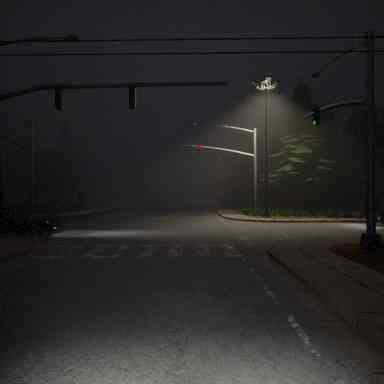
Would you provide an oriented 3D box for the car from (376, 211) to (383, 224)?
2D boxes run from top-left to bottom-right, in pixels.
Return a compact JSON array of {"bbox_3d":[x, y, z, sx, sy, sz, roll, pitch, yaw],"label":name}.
[{"bbox_3d":[14.897,1.513,22.164,4.892,1.490,1.837,0,0,1],"label":"car"}]

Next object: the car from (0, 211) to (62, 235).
[{"bbox_3d":[-9.992,1.730,18.919,4.718,1.301,1.895,0,0,1],"label":"car"}]
